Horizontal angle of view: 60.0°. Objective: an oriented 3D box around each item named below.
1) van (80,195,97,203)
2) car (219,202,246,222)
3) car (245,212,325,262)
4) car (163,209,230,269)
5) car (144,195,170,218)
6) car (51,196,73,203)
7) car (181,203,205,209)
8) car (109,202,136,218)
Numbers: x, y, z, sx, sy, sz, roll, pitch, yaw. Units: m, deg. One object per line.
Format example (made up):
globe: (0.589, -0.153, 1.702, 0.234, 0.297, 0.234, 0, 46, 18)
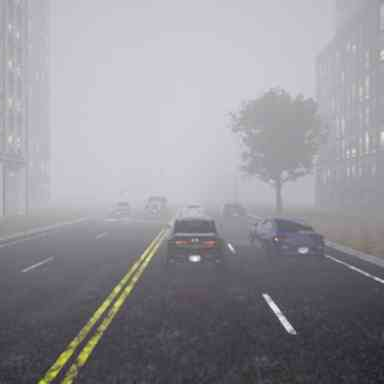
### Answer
van: (-22.642, 1.469, 71.954, 3.998, 1.788, 1.690, 0, 0, 1)
car: (3.343, 1.603, 28.089, 1.882, 1.535, 5.008, 0, 0, 0)
car: (3.340, 1.585, 12.259, 1.812, 1.442, 4.674, 0, 0, 0)
car: (0.087, 1.559, 11.397, 1.837, 1.490, 4.892, 0, 0, 0)
car: (-3.346, 1.364, 32.578, 2.150, 2.045, 5.566, 0, 0, 0)
car: (-28.181, 1.647, 72.001, 4.507, 1.381, 1.887, 0, 0, 1)
car: (0.091, 1.648, 27.569, 1.812, 1.442, 4.674, 0, 0, 0)
car: (-6.596, 1.664, 32.022, 1.812, 1.442, 4.674, 0, 0, 0)
